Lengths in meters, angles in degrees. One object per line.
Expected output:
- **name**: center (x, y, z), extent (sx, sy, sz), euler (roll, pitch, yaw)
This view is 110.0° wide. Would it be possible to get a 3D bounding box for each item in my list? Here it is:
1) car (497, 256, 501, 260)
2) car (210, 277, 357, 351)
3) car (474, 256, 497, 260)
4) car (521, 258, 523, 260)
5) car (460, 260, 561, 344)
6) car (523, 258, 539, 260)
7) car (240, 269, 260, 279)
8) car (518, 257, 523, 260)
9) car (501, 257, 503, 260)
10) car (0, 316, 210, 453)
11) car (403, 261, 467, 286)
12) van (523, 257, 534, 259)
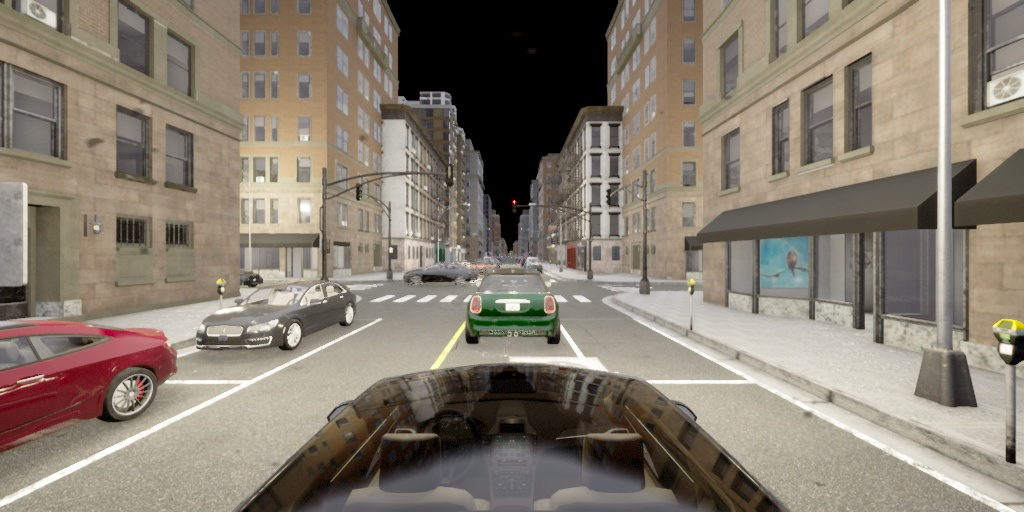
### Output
- **car**: center (-2.852, 1.087, 44.607), extent (2.097, 1.767, 4.553), euler (0, 0, -1)
- **car**: center (-5.391, 1.299, 8.868), extent (2.007, 1.370, 4.403), euler (0, 0, 0)
- **car**: center (-2.832, 1.091, 34.684), extent (2.097, 1.767, 4.553), euler (0, 0, 0)
- **car**: center (2.626, 1.315, 51.966), extent (1.802, 1.307, 4.207), euler (0, 0, 0)
- **car**: center (0.038, 1.100, 9.711), extent (2.097, 1.767, 4.553), euler (0, 0, 1)
- **car**: center (2.626, 1.287, 41.154), extent (2.007, 1.370, 4.403), euler (0, 0, 0)
- **car**: center (-17.150, 1.219, 21.099), extent (4.181, 1.385, 1.994), euler (0, 0, 0)
- **car**: center (2.625, 1.044, 62.779), extent (2.192, 1.841, 5.009), euler (0, 0, 0)
- **car**: center (-2.828, 1.238, 57.489), extent (1.837, 1.490, 4.892), euler (0, -1, 0)
- **car**: center (-5.389, 1.332, 3.186), extent (1.802, 1.307, 4.207), euler (0, 0, 0)
- **car**: center (-4.770, 1.223, 24.076), extent (4.902, 1.511, 2.128), euler (0, 0, 0)
- **van**: center (2.626, 1.075, 46.560), extent (1.690, 1.789, 3.998), euler (0, 0, 0)
